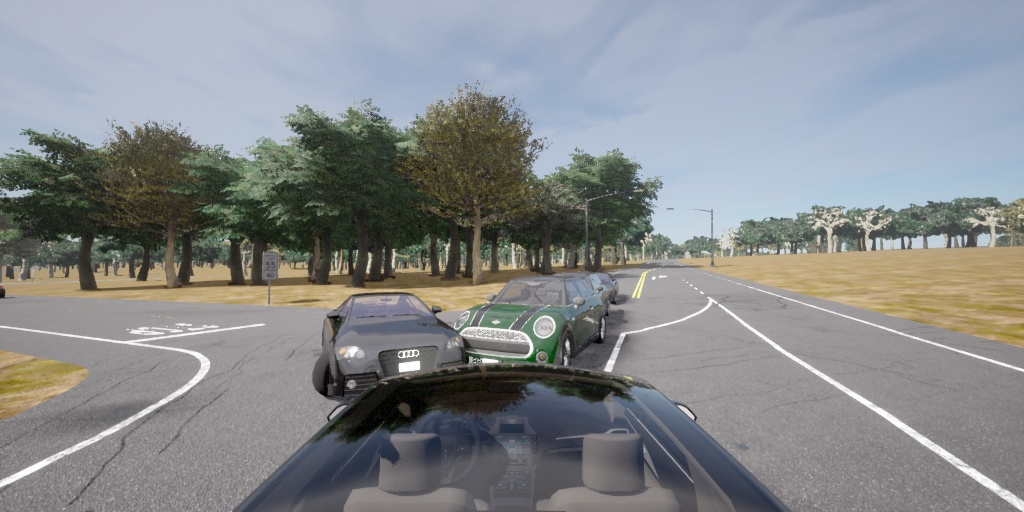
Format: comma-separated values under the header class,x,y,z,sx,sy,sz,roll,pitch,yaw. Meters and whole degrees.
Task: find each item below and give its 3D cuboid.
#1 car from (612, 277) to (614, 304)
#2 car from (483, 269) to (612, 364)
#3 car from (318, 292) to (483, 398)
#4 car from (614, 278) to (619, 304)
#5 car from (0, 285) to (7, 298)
class,x,y,z,sx,sy,sz,roll,pitch,yaw
car,2.025,1.344,12.127,2.097,1.767,4.553,-1,-1,21
car,0.618,1.218,7.814,2.097,1.767,4.553,-1,-2,26
car,-2.354,1.376,6.609,1.994,1.385,4.181,1,-2,-29
car,4.218,1.509,17.854,1.994,1.385,4.181,-1,0,19
car,-40.859,2.562,27.373,4.181,1.385,1.994,-2,-3,22
